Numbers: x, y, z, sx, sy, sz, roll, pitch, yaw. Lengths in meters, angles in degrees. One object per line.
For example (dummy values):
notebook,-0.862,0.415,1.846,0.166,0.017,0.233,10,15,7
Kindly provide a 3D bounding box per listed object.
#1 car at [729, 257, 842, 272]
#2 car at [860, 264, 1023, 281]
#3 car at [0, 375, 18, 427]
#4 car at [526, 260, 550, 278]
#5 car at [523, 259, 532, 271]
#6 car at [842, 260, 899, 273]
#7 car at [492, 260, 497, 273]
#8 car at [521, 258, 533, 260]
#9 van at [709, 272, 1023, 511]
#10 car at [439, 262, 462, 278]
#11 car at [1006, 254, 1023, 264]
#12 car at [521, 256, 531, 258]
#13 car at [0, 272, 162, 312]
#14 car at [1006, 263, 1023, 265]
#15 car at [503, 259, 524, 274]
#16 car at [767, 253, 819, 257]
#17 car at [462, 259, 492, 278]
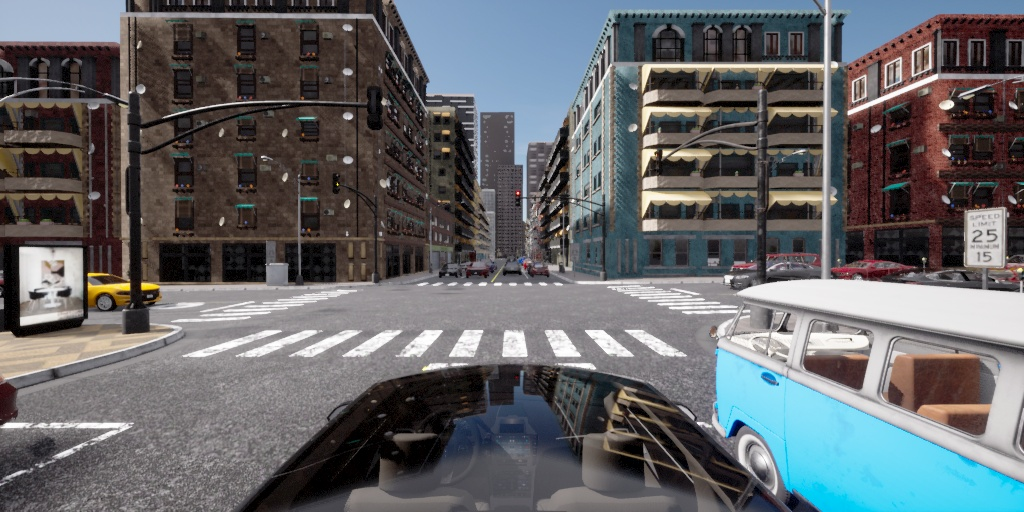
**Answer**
car,13.688,1.008,18.731,4.902,1.511,2.128,-1,0,-1
car,15.766,1.097,12.969,4.313,1.339,1.948,0,0,-1
car,-5.692,1.332,1.745,1.802,1.307,4.207,0,0,0
car,2.611,1.335,34.158,1.802,1.307,4.207,0,0,0
car,2.598,1.321,39.681,1.948,1.339,4.313,0,0,0
car,21.295,0.931,21.403,4.507,1.381,1.888,0,0,-1
car,-3.196,1.109,43.037,2.097,1.767,4.553,0,0,0
car,2.571,1.306,50.728,1.888,1.381,4.507,0,0,0
van,2.689,1.091,1.764,1.690,1.789,3.998,0,0,0
car,-5.770,1.319,34.150,1.948,1.339,4.313,0,0,0
car,27.543,0.667,18.863,4.553,1.767,2.097,-1,0,0
car,2.998,1.226,64.917,1.801,1.575,5.366,0,0,0
car,-17.910,1.478,15.230,5.008,1.535,1.882,-1,0,-1
car,21.336,1.033,13.022,4.207,1.307,1.802,0,0,-1
car,0.019,1.319,40.075,1.994,1.385,4.181,0,0,0
car,15.725,0.781,21.349,5.009,1.841,2.192,0,0,-1
car,-3.177,1.230,33.857,1.882,1.535,5.008,0,0,0
